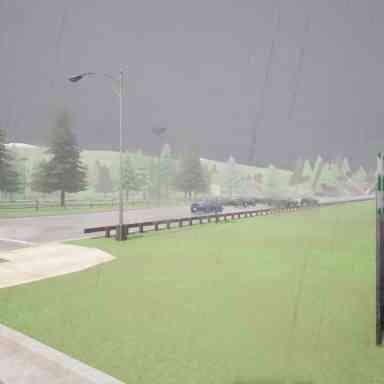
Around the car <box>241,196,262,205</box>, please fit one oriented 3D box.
[{"bbox_3d":[11.002,1.478,60.965,1.882,1.535,5.008,0,0,35],"label":"car"}]

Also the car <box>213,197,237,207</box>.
[{"bbox_3d":[5.338,1.564,52.767,1.994,1.385,4.181,0,0,35],"label":"car"}]

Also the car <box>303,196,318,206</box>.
[{"bbox_3d":[19.129,1.505,54.266,1.837,1.490,4.892,0,0,35],"label":"car"}]

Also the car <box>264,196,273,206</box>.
[{"bbox_3d":[13.558,1.506,52.276,1.837,1.490,4.892,0,0,35],"label":"car"}]

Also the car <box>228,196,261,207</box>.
[{"bbox_3d":[8.035,1.491,50.530,2.128,1.511,4.902,0,0,35],"label":"car"}]

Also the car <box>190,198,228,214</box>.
[{"bbox_3d":[1.611,1.526,35.167,1.812,1.442,4.674,0,0,35],"label":"car"}]

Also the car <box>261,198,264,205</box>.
[{"bbox_3d":[13.869,1.491,58.958,2.128,1.511,4.902,0,0,35],"label":"car"}]

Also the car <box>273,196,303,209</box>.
[{"bbox_3d":[13.265,1.505,45.806,1.837,1.490,4.892,0,0,35],"label":"car"}]
